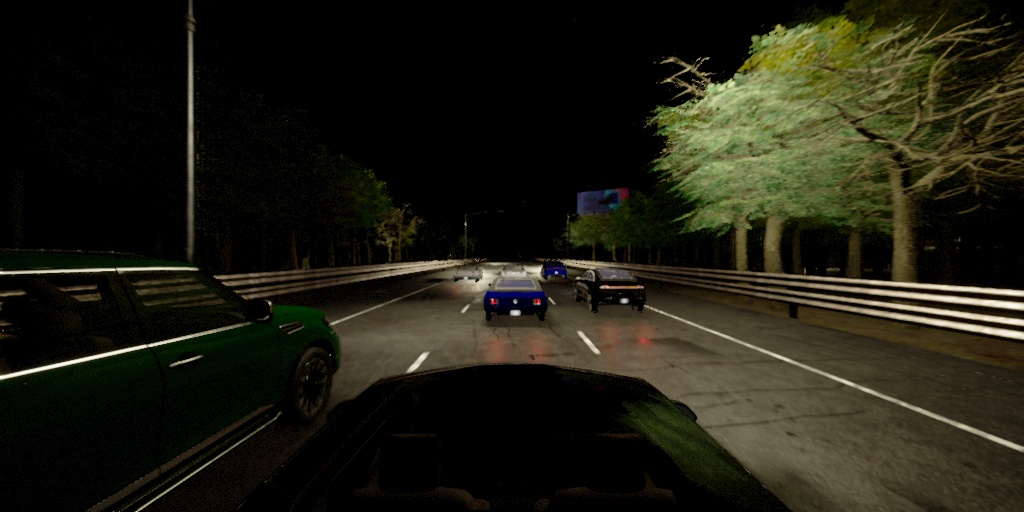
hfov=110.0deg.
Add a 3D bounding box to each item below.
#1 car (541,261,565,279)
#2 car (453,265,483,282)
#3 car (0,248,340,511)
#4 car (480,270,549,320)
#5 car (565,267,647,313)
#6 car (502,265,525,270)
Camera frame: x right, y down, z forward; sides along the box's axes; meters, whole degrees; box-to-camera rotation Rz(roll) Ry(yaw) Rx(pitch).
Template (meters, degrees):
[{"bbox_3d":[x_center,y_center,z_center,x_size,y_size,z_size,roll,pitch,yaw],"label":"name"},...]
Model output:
[{"bbox_3d":[3.621,1.205,31.577,1.882,1.535,5.008,0,0,0],"label":"car"},{"bbox_3d":[-3.381,1.328,28.457,1.895,1.301,4.718,0,0,0],"label":"car"},{"bbox_3d":[-3.405,0.970,2.503,2.150,2.045,5.566,0,0,0],"label":"car"},{"bbox_3d":[0.106,1.333,12.449,1.895,1.301,4.718,0,0,0],"label":"car"},{"bbox_3d":[3.608,1.223,13.913,2.128,1.511,4.902,0,0,0],"label":"car"},{"bbox_3d":[0.121,1.329,28.424,1.895,1.301,4.718,0,0,0],"label":"car"}]
